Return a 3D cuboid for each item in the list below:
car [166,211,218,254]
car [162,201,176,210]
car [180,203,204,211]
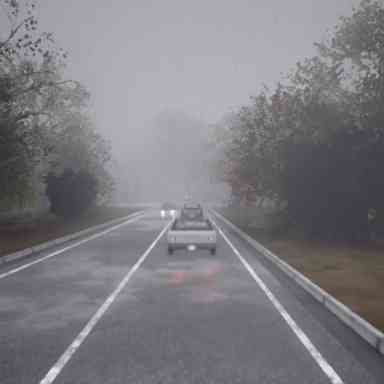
[{"bbox_3d":[-0.001,1.721,14.112,1.895,1.301,4.718,0,0,0],"label":"car"},{"bbox_3d":[-3.511,2.019,50.632,1.895,1.301,4.718,0,-1,0],"label":"car"},{"bbox_3d":[-0.002,1.737,29.303,2.128,1.511,4.902,0,0,0],"label":"car"}]
